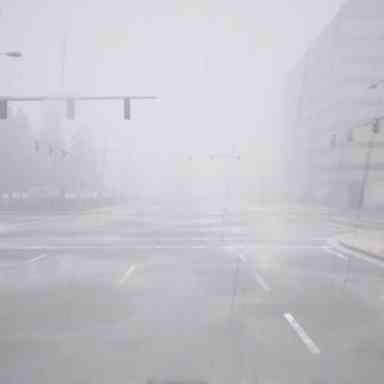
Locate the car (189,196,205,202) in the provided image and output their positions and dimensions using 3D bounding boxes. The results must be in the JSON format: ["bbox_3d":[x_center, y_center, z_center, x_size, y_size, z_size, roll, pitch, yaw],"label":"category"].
[{"bbox_3d":[1.018,1.565,73.091,1.994,1.385,4.181,0,0,34],"label":"car"}]

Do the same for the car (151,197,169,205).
[{"bbox_3d":[-5.643,1.611,58.173,1.895,1.301,4.718,0,0,14],"label":"car"}]
